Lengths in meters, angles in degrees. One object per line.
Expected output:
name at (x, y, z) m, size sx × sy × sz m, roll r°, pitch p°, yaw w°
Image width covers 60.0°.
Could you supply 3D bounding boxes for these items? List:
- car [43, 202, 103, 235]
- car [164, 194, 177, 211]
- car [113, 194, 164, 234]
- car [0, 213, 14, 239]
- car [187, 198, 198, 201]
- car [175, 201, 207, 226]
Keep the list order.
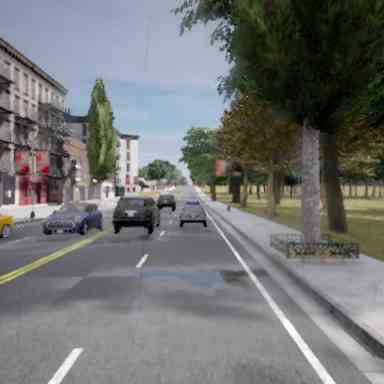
car at (-6.563, 1.388, 18.788) m, size 2.097 × 1.767 × 4.553 m, roll 0°, pitch 0°, yaw 0°
car at (-3.159, 1.317, 42.732) m, size 2.150 × 2.045 × 5.566 m, roll 0°, pitch 0°, yaw 0°
car at (-3.152, 1.257, 19.806) m, size 2.150 × 2.045 × 5.566 m, roll 0°, pitch 0°, yaw 0°
car at (-9.832, 1.502, 14.545) m, size 1.882 × 1.535 × 5.008 m, roll 0°, pitch 0°, yaw 0°
car at (0.092, 1.576, 43.175) m, size 1.882 × 1.535 × 5.008 m, roll 0°, pitch 0°, yaw 0°
car at (0.092, 1.592, 23.580) m, size 2.033 × 1.411 × 5.357 m, roll 0°, pitch 0°, yaw 0°
